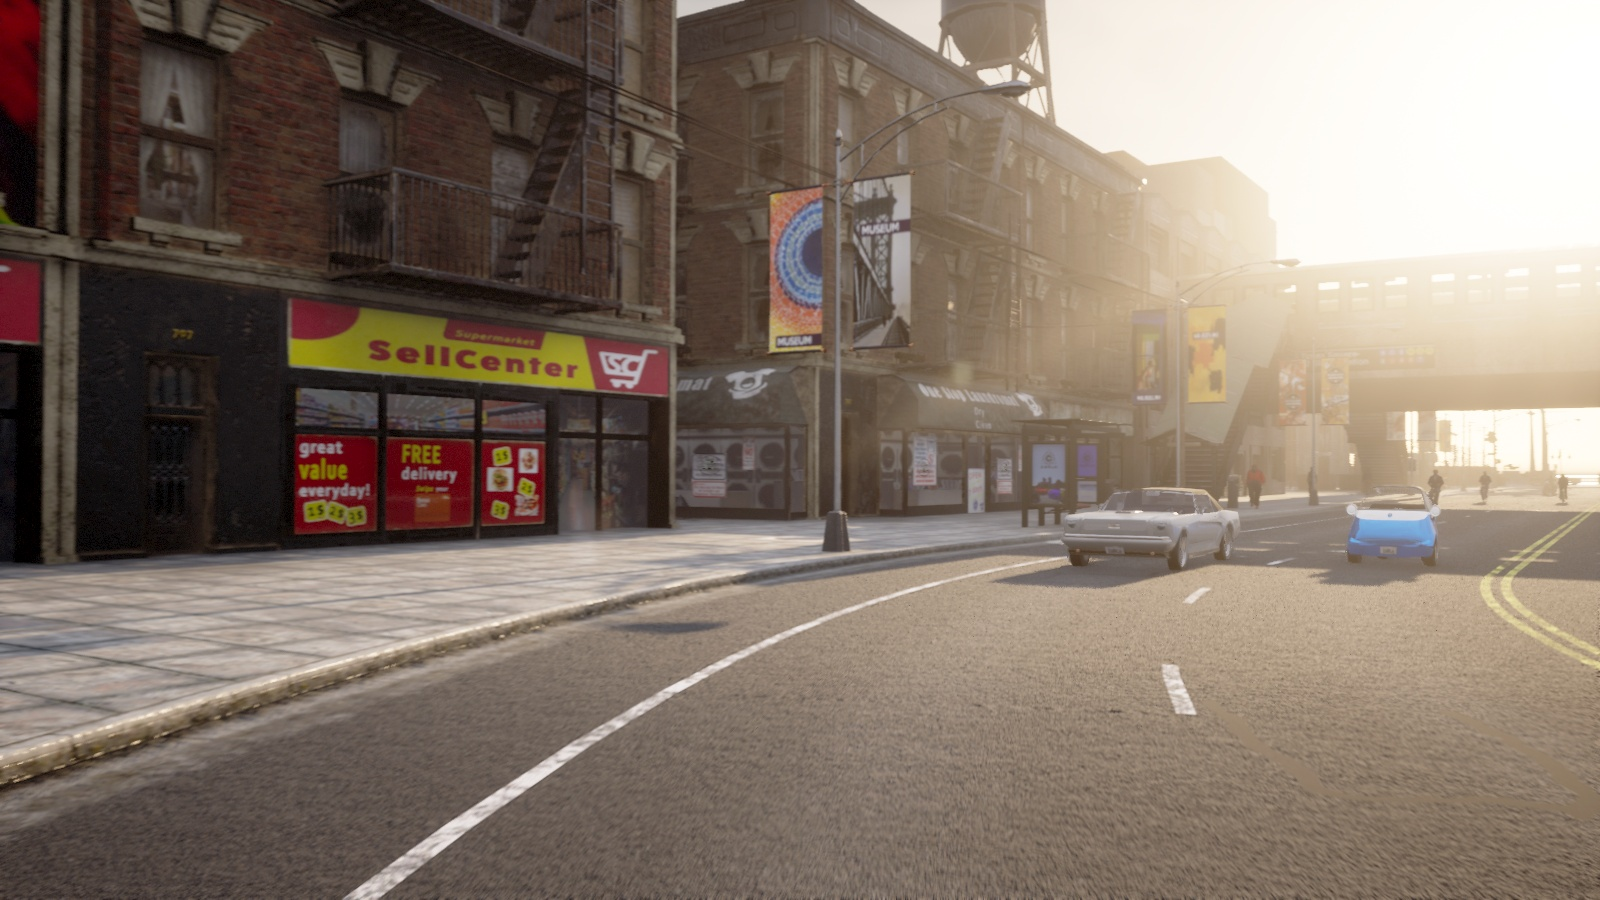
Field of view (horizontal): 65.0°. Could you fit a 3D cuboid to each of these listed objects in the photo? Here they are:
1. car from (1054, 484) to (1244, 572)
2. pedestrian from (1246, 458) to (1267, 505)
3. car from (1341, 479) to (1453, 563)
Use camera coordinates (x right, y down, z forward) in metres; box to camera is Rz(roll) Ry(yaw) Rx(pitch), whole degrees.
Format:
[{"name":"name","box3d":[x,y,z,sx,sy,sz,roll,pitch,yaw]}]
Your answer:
[{"name":"car","box3d":[6.164,1.261,21.752,1.895,1.301,4.718,-1,-1,32]},{"name":"pedestrian","box3d":[17.937,1.244,49.347,0.634,1.844,0.899,-1,-1,28]},{"name":"car","box3d":[10.541,1.208,22.114,1.481,1.376,2.207,-1,-2,33]}]
